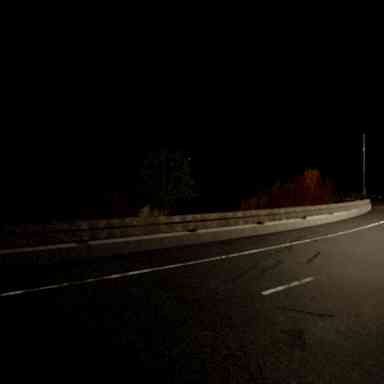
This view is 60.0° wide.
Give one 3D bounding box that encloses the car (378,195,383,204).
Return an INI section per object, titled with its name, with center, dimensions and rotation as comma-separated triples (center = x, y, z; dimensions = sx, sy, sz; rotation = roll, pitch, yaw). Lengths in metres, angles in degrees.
[car]
center = 35.835, 1.353, 61.215
dimensions = 2.128, 1.511, 4.902
rotation = 0, 0, 17
